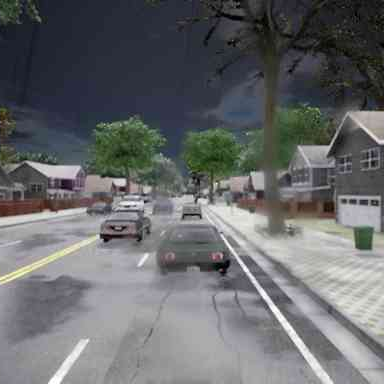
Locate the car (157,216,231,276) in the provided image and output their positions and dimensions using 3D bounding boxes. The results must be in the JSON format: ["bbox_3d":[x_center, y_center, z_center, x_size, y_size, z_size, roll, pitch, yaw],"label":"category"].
[{"bbox_3d":[0.050,1.654,10.542,1.895,1.301,4.718,0,0,0],"label":"car"}]

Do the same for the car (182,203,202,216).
[{"bbox_3d":[0.006,1.745,32.028,2.033,1.411,5.357,0,0,0],"label":"car"}]

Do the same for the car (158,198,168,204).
[{"bbox_3d":[-6.722,2.043,77.799,1.895,1.301,4.718,0,-1,0],"label":"car"}]

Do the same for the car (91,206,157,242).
[{"bbox_3d":[-3.202,1.639,16.892,2.033,1.411,5.357,0,0,0],"label":"car"}]

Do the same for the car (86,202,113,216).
[{"bbox_3d":[-9.953,1.782,36.356,2.033,1.411,5.357,0,0,0],"label":"car"}]

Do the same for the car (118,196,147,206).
[{"bbox_3d":[-6.705,1.461,36.990,2.150,2.045,5.566,0,-1,0],"label":"car"}]

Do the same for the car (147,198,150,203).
[{"bbox_3d":[-9.969,2.100,77.003,2.033,1.411,5.357,0,-1,0],"label":"car"}]

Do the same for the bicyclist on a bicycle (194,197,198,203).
[{"bbox_3d":[0.732,1.779,56.614,0.659,1.776,1.843,0,0,0],"label":"bicyclist on a bicycle"}]

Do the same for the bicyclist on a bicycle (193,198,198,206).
[{"bbox_3d":[0.702,1.928,65.614,0.866,1.612,1.509,0,0,0],"label":"bicyclist on a bicycle"}]

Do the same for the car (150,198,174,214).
[{"bbox_3d":[-3.262,1.605,38.628,2.097,1.767,4.553,0,0,0],"label":"car"}]
